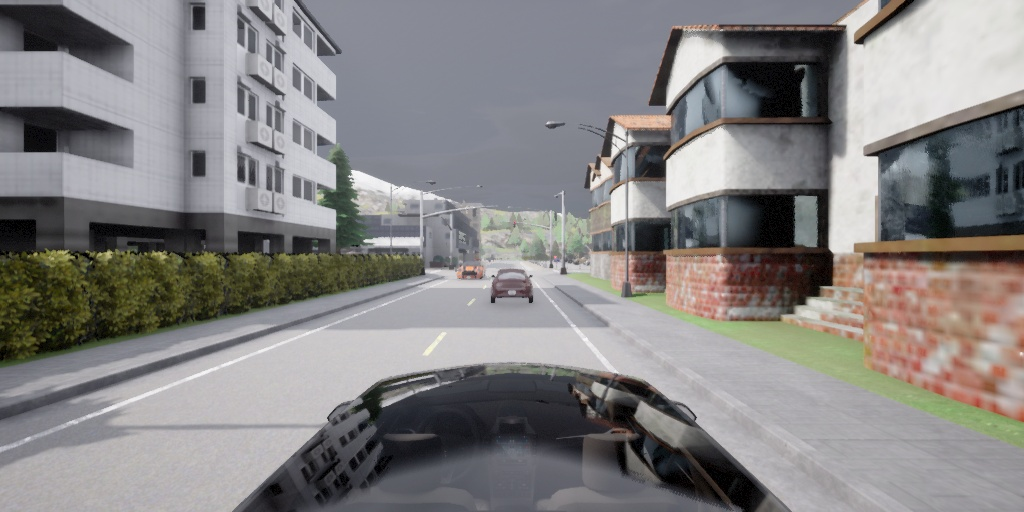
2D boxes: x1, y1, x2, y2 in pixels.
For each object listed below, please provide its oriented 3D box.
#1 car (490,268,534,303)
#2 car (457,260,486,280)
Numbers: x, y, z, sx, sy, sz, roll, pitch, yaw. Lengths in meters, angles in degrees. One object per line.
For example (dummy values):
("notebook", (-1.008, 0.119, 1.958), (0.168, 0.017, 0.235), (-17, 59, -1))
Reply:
("car", (0.000, 1.282, 16.500), (1.812, 1.442, 4.674), (0, 0, 0))
("car", (-3.500, 1.153, 31.490), (2.097, 1.767, 4.553), (0, 0, 0))
